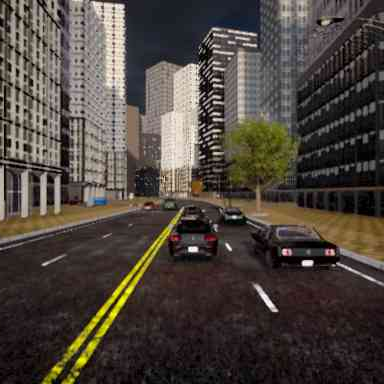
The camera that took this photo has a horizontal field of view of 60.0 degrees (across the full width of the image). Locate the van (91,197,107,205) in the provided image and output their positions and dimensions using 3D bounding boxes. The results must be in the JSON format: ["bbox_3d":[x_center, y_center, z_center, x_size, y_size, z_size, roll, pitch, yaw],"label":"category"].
[{"bbox_3d":[-22.653,2.200,80.432,3.998,1.788,1.690,0,0,1],"label":"van"}]

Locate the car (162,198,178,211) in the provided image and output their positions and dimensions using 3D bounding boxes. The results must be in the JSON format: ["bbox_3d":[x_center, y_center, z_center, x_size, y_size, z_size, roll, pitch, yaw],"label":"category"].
[{"bbox_3d":[-3.329,1.885,51.600,2.150,2.045,5.566,0,-1,0],"label":"car"}]

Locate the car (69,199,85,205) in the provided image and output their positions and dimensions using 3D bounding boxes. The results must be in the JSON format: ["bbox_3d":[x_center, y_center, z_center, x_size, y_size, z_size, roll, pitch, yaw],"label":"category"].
[{"bbox_3d":[-28.192,2.379,80.477,4.507,1.381,1.887,0,0,1],"label":"car"}]

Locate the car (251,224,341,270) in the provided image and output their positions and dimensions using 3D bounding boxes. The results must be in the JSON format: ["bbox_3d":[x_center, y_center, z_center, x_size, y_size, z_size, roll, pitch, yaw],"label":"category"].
[{"bbox_3d":[3.289,1.759,11.621,1.895,1.301,4.718,0,-1,1],"label":"car"}]

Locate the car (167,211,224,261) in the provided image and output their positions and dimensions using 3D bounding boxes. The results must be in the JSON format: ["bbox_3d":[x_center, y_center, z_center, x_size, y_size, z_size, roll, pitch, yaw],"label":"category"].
[{"bbox_3d":[0.049,1.701,12.988,1.812,1.442,4.674,0,-1,0],"label":"car"}]

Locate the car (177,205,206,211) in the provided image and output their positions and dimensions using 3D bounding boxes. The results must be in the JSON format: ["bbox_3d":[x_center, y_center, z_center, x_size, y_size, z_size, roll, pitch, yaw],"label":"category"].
[{"bbox_3d":[0.046,1.868,27.242,1.837,1.490,4.892,0,0,1],"label":"car"}]

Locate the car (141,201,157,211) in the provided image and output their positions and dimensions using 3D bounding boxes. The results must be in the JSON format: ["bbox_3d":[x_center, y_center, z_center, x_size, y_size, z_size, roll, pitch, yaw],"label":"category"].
[{"bbox_3d":[-6.578,2.185,51.539,1.812,1.442,4.674,0,-1,0],"label":"car"}]

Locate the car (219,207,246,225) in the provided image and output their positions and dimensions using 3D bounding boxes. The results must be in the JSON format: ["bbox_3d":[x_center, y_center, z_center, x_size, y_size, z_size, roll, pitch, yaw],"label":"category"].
[{"bbox_3d":[3.300,1.931,27.611,1.994,1.385,4.181,0,-1,1],"label":"car"}]
